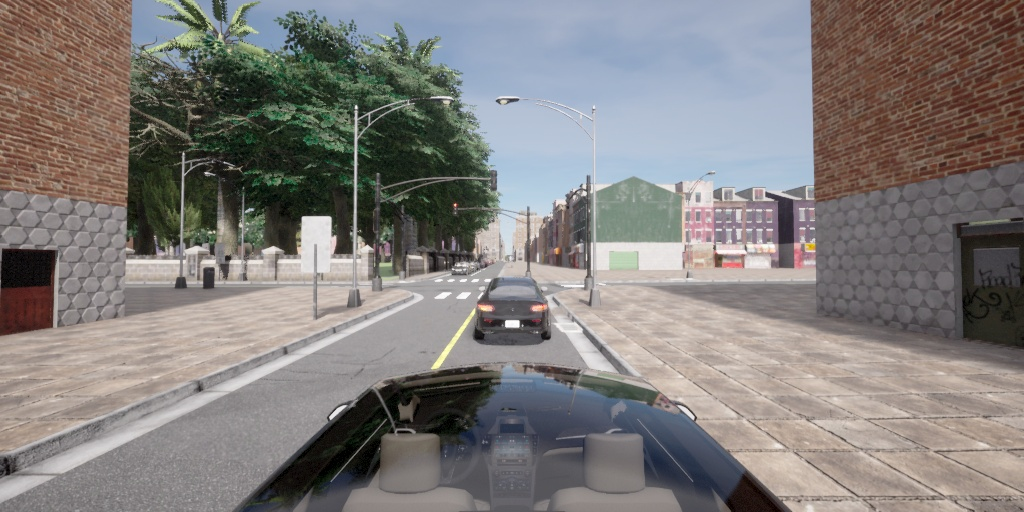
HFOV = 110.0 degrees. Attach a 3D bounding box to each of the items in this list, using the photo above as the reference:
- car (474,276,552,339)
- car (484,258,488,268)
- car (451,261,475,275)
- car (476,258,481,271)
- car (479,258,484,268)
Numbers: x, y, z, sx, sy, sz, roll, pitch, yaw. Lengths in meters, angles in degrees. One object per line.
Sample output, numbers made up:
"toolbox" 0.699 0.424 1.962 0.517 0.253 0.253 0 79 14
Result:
"car" 0.031 1.279 9.921 1.812 1.442 4.674 0 0 1
"car" -5.632 1.417 62.269 1.802 1.307 4.207 0 0 0
"car" -5.493 1.332 38.784 2.007 1.370 4.403 0 0 0
"car" -5.517 1.344 45.920 2.007 1.370 4.403 0 0 0
"car" -5.555 1.371 51.370 1.948 1.339 4.313 0 0 0
